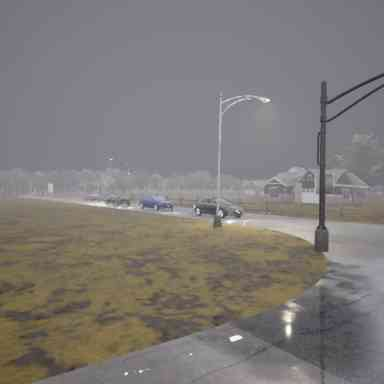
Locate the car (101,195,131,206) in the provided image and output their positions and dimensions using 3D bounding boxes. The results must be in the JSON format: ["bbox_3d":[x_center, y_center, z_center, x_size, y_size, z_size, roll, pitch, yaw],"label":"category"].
[{"bbox_3d":[-9.541,1.108,42.755,1.895,1.301,4.718,2,-1,-35],"label":"car"}]

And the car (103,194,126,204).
[{"bbox_3d":[-12.404,1.088,52.977,1.994,1.385,4.181,2,-1,-35],"label":"car"}]

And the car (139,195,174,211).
[{"bbox_3d":[-3.754,1.084,34.600,1.882,1.535,5.008,2,0,-36],"label":"car"}]

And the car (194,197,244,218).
[{"bbox_3d":[2.039,1.227,26.452,1.837,1.490,4.892,2,0,-35],"label":"car"}]

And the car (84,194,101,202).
[{"bbox_3d":[-18.201,1.007,61.129,2.033,1.411,5.357,2,-1,-35],"label":"car"}]
